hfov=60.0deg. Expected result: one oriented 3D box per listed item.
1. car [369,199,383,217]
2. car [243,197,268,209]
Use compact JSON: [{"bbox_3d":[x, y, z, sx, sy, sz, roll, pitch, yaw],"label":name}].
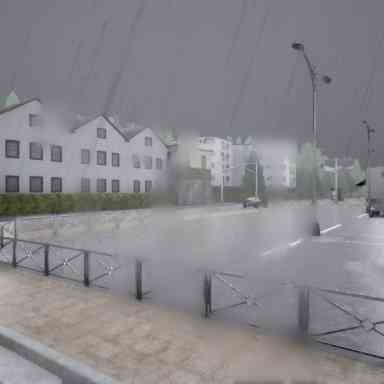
[{"bbox_3d":[15.516,1.298,26.748,2.007,1.523,4.514,0,0,35],"label":"car"},{"bbox_3d":[8.138,1.334,42.783,1.812,1.442,4.674,0,0,36],"label":"car"}]
